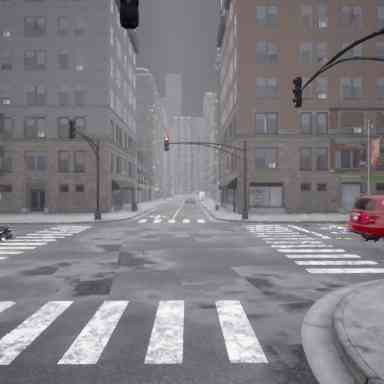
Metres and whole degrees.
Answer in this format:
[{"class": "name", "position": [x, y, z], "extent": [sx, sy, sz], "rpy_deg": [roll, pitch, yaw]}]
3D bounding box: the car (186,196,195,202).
[{"class": "car", "position": [-0.410, 1.484, 73.744], "extent": [1.895, 1.301, 4.718], "rpy_deg": [0, 0, 0]}]

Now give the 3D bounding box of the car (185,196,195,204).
[{"class": "car", "position": [-0.337, 1.649, 63.739], "extent": [1.895, 1.301, 4.718], "rpy_deg": [0, 0, 0]}]

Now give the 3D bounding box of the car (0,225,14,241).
[{"class": "car", "position": [-10.480, 1.579, 13.833], "extent": [5.357, 1.411, 2.033], "rpy_deg": [0, 0, -1]}]

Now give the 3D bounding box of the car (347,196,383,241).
[{"class": "car", "position": [9.554, 1.172, 14.035], "extent": [5.566, 2.045, 2.150], "rpy_deg": [0, 0, -1]}]
